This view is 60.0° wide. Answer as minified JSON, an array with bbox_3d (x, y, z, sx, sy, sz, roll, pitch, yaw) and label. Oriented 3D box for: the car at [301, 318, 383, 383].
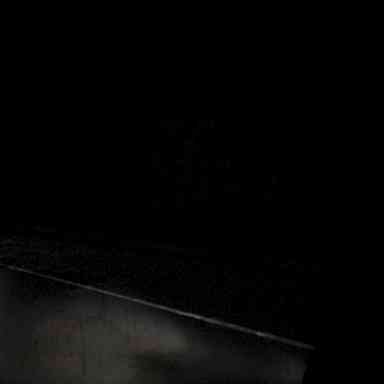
[{"bbox_3d":[3.119,1.497,1.767,4.902,1.511,2.128,0,0,36],"label":"car"}]
